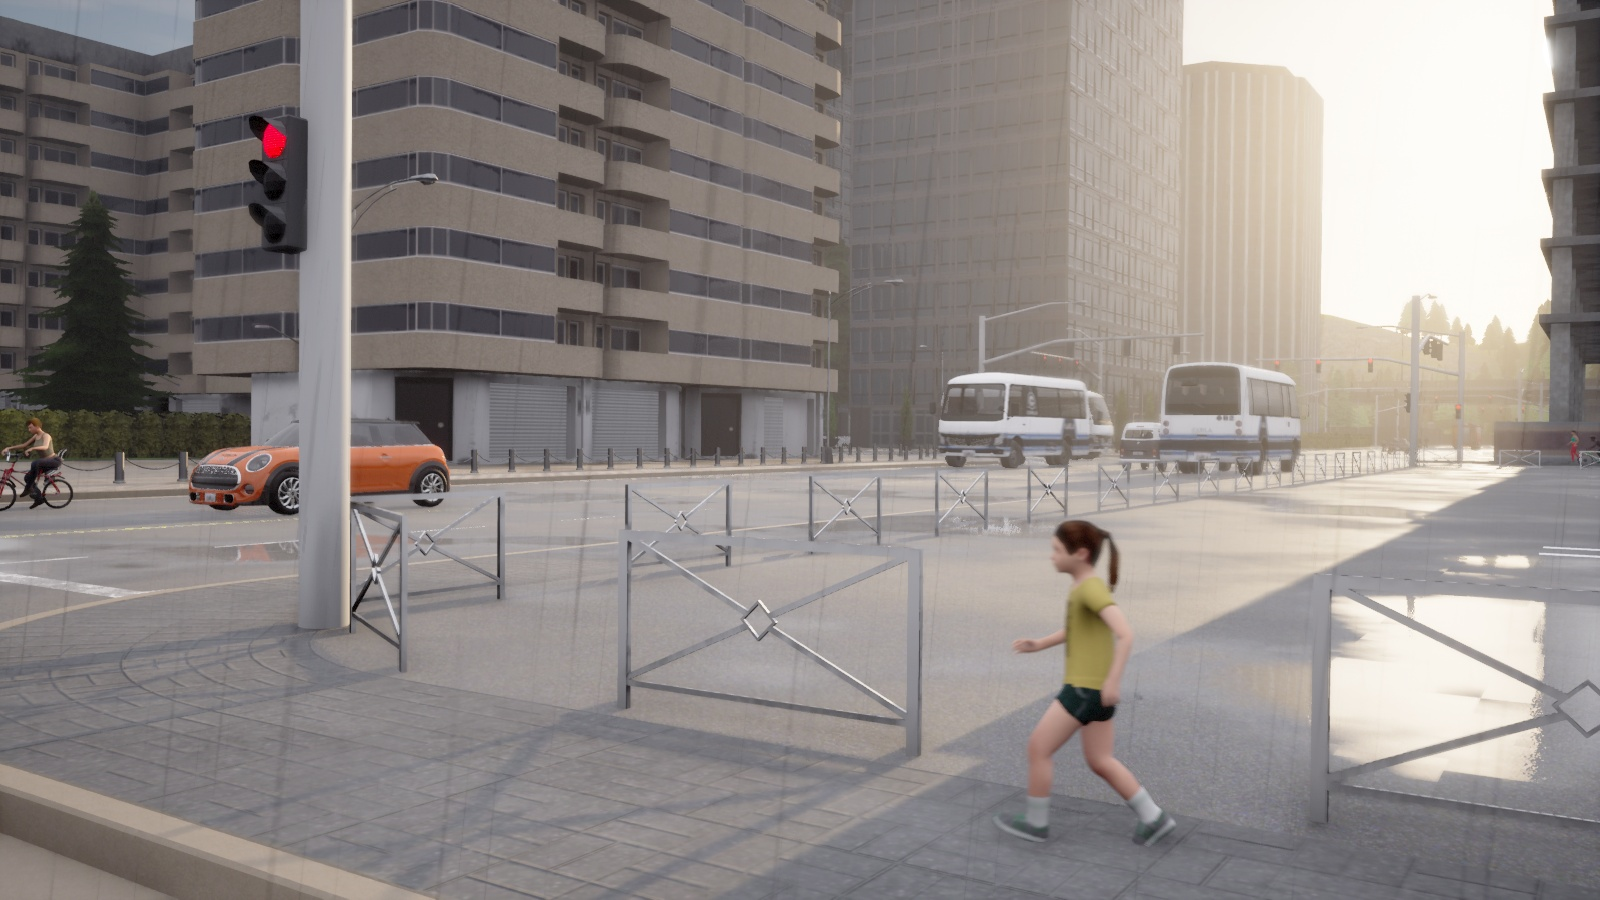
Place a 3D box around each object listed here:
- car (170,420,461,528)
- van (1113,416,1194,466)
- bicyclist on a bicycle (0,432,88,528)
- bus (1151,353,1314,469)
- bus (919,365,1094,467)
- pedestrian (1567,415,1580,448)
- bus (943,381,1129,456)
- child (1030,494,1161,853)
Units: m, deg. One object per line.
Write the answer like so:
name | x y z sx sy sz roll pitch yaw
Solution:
car | -8.683 0.356 22.910 2.097 1.767 4.553 0 1 33
van | 15.001 -0.407 53.198 2.069 2.038 4.480 0 1 33
bicyclist on a bicycle | -13.460 0.490 21.949 0.866 1.612 1.509 0 1 33
bus | 17.821 -1.504 51.114 3.944 4.253 10.273 0 1 33
bus | 9.718 -1.521 57.686 3.944 4.253 10.273 0 1 34
pedestrian | 43.797 -1.034 71.090 0.594 1.836 0.345 0 1 19
bus | 14.122 -1.845 75.508 10.273 4.253 3.944 0 1 32
child | 0.968 0.705 4.102 0.394 1.110 0.255 0 1 17
